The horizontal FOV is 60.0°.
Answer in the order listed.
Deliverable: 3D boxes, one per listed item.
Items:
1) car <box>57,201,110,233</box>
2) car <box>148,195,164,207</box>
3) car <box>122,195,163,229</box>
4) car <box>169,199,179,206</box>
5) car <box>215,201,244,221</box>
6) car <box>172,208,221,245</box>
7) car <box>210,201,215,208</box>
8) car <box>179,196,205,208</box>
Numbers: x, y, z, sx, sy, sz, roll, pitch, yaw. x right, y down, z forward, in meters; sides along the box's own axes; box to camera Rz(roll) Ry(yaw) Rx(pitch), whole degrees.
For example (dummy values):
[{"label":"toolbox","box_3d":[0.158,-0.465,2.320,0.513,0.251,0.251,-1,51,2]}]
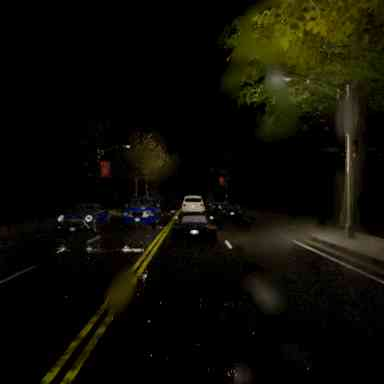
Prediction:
[{"label":"car","box_3d":[-6.600,1.481,20.618,2.097,1.767,4.553,0,0,0]},{"label":"car","box_3d":[-6.535,1.644,61.005,2.150,2.045,5.566,0,0,1]},{"label":"car","box_3d":[-3.350,1.369,23.172,2.150,2.045,5.566,0,-1,0]},{"label":"car","box_3d":[-3.278,2.001,63.209,1.994,1.385,4.181,0,0,1]},{"label":"car","box_3d":[3.324,1.751,29.158,1.994,1.385,4.181,0,0,1]},{"label":"car","box_3d":[0.101,1.663,15.983,1.994,1.385,4.181,0,0,0]},{"label":"car","box_3d":[3.303,1.830,42.539,2.033,1.411,5.357,0,0,1]},{"label":"car","box_3d":[0.100,1.444,34.227,2.150,2.045,5.566,0,0,0]}]
